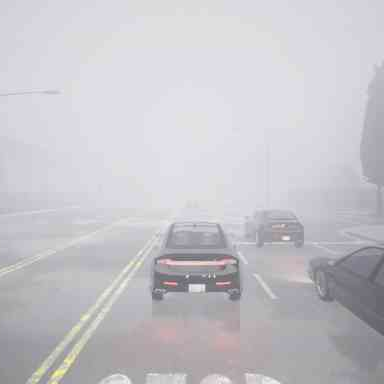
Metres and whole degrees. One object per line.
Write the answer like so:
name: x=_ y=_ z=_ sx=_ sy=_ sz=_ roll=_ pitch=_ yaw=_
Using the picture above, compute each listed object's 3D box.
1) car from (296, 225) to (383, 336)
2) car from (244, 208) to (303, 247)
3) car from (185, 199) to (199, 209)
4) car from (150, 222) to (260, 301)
car: x=3.588 y=1.547 z=5.288 sx=2.033 sy=1.411 sz=5.357 roll=0 pitch=0 yaw=0
car: x=3.565 y=1.505 z=15.035 sx=1.837 sy=1.490 sz=4.892 roll=0 pitch=0 yaw=0
car: x=0.001 y=1.601 z=44.150 sx=1.895 sy=1.301 sz=4.718 roll=0 pitch=0 yaw=0
car: x=0.081 y=1.492 z=8.334 sx=2.128 sy=1.511 sz=4.902 roll=0 pitch=0 yaw=0
